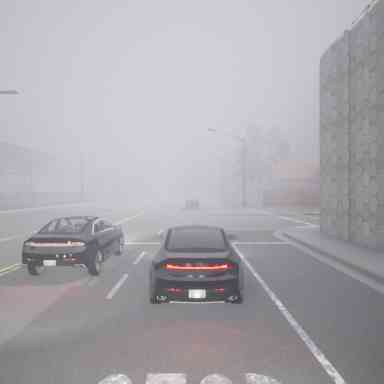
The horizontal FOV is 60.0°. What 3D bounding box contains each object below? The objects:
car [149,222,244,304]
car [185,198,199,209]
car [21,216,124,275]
[{"bbox_3d":[0.085,1.505,8.142,1.837,1.490,4.892,0,0,0],"label":"car"},{"bbox_3d":[0.009,1.491,44.142,2.128,1.511,4.902,0,0,0],"label":"car"},{"bbox_3d":[-3.421,1.492,10.413,2.128,1.511,4.902,0,0,0],"label":"car"}]
